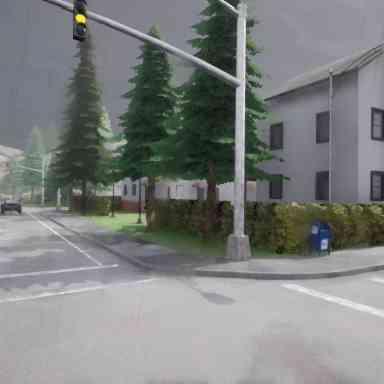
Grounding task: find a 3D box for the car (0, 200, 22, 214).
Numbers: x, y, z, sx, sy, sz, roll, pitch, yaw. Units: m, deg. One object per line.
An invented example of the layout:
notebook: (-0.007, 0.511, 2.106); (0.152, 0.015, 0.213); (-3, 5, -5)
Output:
car: (-20.474, 1.658, 37.694); (1.837, 1.490, 4.892); (1, -1, -32)
